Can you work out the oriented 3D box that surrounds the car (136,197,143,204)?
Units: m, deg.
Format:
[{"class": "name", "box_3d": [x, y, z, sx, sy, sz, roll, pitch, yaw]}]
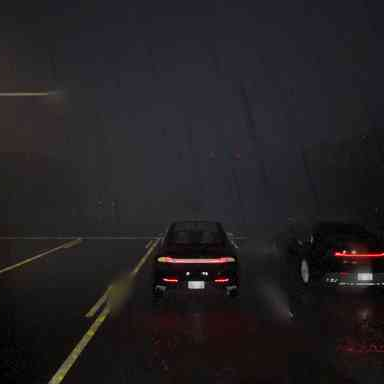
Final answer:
[{"class": "car", "box_3d": [-10.385, 1.564, 61.525, 1.994, 1.385, 4.181, 0, 0, 1]}]

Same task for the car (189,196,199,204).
[{"class": "car", "box_3d": [0.280, 1.525, 62.276, 1.812, 1.442, 4.674, 0, 0, 0]}]

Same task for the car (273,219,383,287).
[{"class": "car", "box_3d": [3.605, 1.505, 9.297, 1.837, 1.490, 4.892, 0, 0, 1]}]

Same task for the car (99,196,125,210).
[{"class": "car", "box_3d": [-10.468, 1.352, 42.785, 2.097, 1.767, 4.553, 0, 0, 0]}]

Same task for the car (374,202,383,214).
[{"class": "car", "box_3d": [18.122, 1.061, 28.324, 4.902, 1.511, 2.128, -5, 0, 0]}]

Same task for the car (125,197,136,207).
[{"class": "car", "box_3d": [-10.443, 1.526, 51.682, 1.812, 1.442, 4.674, 0, 0, 0]}]

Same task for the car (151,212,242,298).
[{"class": "car", "box_3d": [0.100, 1.492, 8.535, 2.128, 1.511, 4.902, 0, 0, 0]}]

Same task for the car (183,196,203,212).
[{"class": "car", "box_3d": [0.123, 1.491, 37.237, 2.128, 1.511, 4.902, 0, 0, 4]}]
